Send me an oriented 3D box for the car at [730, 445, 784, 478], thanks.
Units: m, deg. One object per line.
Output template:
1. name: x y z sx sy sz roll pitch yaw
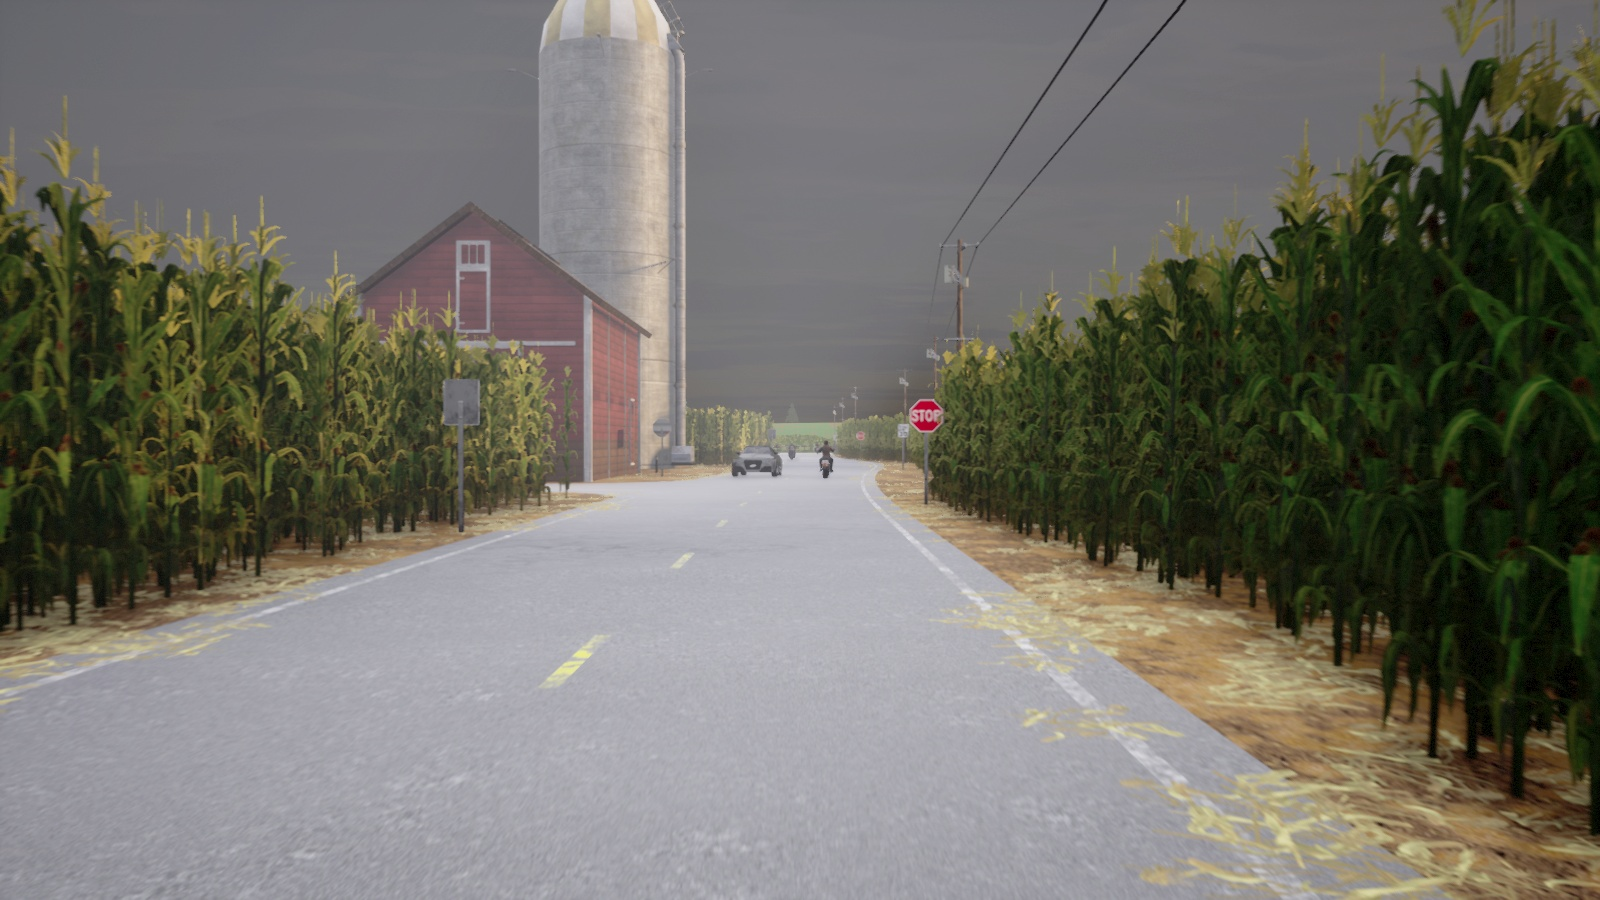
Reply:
1. car: -1.905 0.491 56.475 1.994 1.385 4.181 0 0 4

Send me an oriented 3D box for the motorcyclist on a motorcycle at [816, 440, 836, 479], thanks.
1. motorcyclist on a motorcycle: 1.142 0.395 53.800 0.766 1.649 2.350 0 0 4
